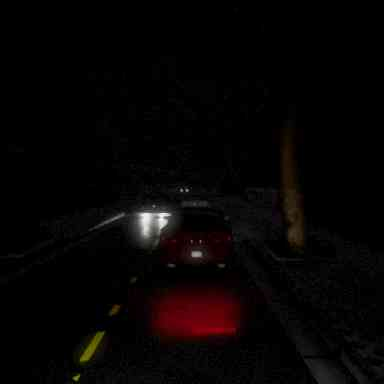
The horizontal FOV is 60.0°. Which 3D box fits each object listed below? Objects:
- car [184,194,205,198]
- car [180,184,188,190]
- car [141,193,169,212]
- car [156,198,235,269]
[{"bbox_3d":[0.219,0.803,25.267,1.895,1.301,4.718,0,2,1],"label":"car"},{"bbox_3d":[-2.013,-1.447,90.435,1.837,1.490,4.892,0,2,3],"label":"car"},{"bbox_3d":[-2.695,0.759,25.533,1.994,1.385,4.181,0,2,0],"label":"car"},{"bbox_3d":[0.129,1.163,9.967,1.882,1.535,5.008,0,2,1],"label":"car"}]
